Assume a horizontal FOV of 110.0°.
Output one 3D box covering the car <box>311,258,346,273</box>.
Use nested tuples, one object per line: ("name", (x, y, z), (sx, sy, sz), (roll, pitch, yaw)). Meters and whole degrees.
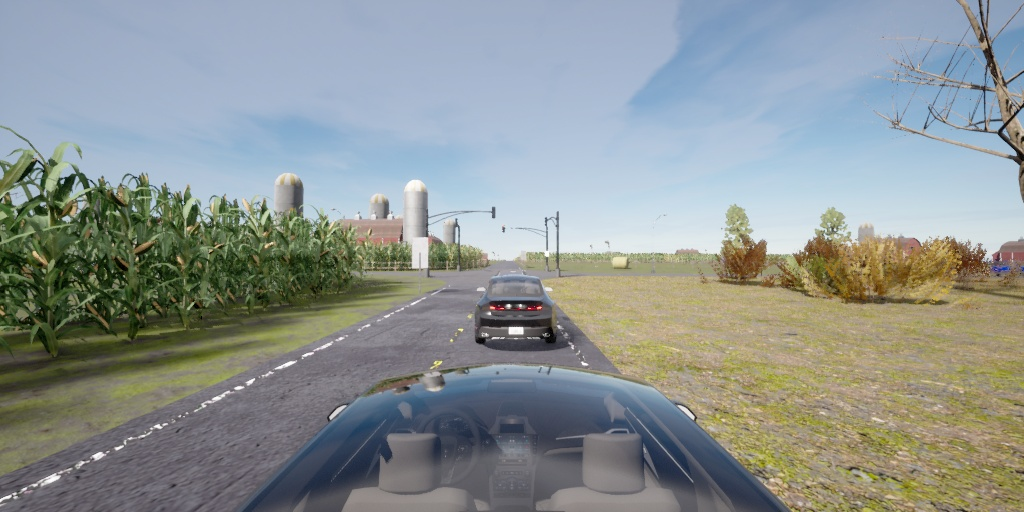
("car", (-19.791, 0.938, 37.630), (4.553, 1.767, 2.097), (0, -1, -3))

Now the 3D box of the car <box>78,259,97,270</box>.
("car", (-40.756, 0.969, 36.465), (5.357, 1.411, 2.033), (0, -1, -3))

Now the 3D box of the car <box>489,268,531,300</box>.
("car", (0.027, 1.364, 18.798), (1.895, 1.301, 4.718), (0, 0, 4))

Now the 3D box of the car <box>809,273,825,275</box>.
("car", (35.316, 1.643, 41.379), (4.181, 1.385, 1.994), (1, -1, -4))

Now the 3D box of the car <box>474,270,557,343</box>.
("car", (0.078, 1.260, 9.647), (1.837, 1.490, 4.892), (0, 0, 0))
